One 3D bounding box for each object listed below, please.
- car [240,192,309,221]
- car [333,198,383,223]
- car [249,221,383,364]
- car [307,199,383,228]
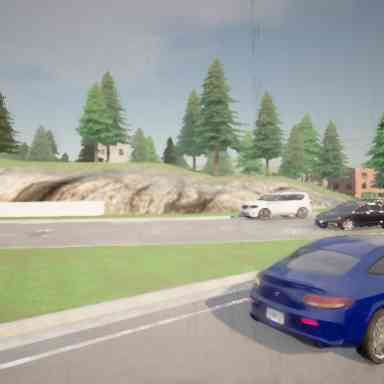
[{"bbox_3d":[6.400,1.038,25.156,5.566,2.045,2.150,0,0,-20],"label":"car"},{"bbox_3d":[12.803,1.262,23.890,4.902,1.511,2.128,-1,0,-22],"label":"car"},{"bbox_3d":[3.059,1.472,5.701,4.674,1.442,1.812,-1,0,-32],"label":"car"},{"bbox_3d":[9.242,1.332,18.772,4.892,1.490,1.837,-1,0,-20],"label":"car"}]
